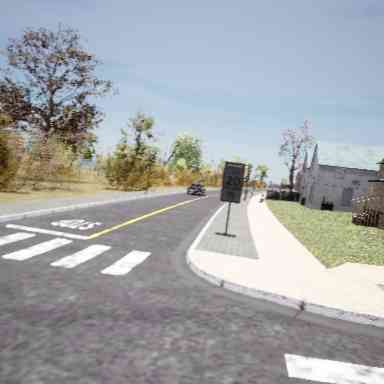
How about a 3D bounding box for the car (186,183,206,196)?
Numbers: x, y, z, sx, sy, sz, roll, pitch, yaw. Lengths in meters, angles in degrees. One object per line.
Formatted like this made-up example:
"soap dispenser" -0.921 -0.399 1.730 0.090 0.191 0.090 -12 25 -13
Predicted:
"car" 0.601 -0.343 42.292 1.837 1.490 4.892 8 2 11
